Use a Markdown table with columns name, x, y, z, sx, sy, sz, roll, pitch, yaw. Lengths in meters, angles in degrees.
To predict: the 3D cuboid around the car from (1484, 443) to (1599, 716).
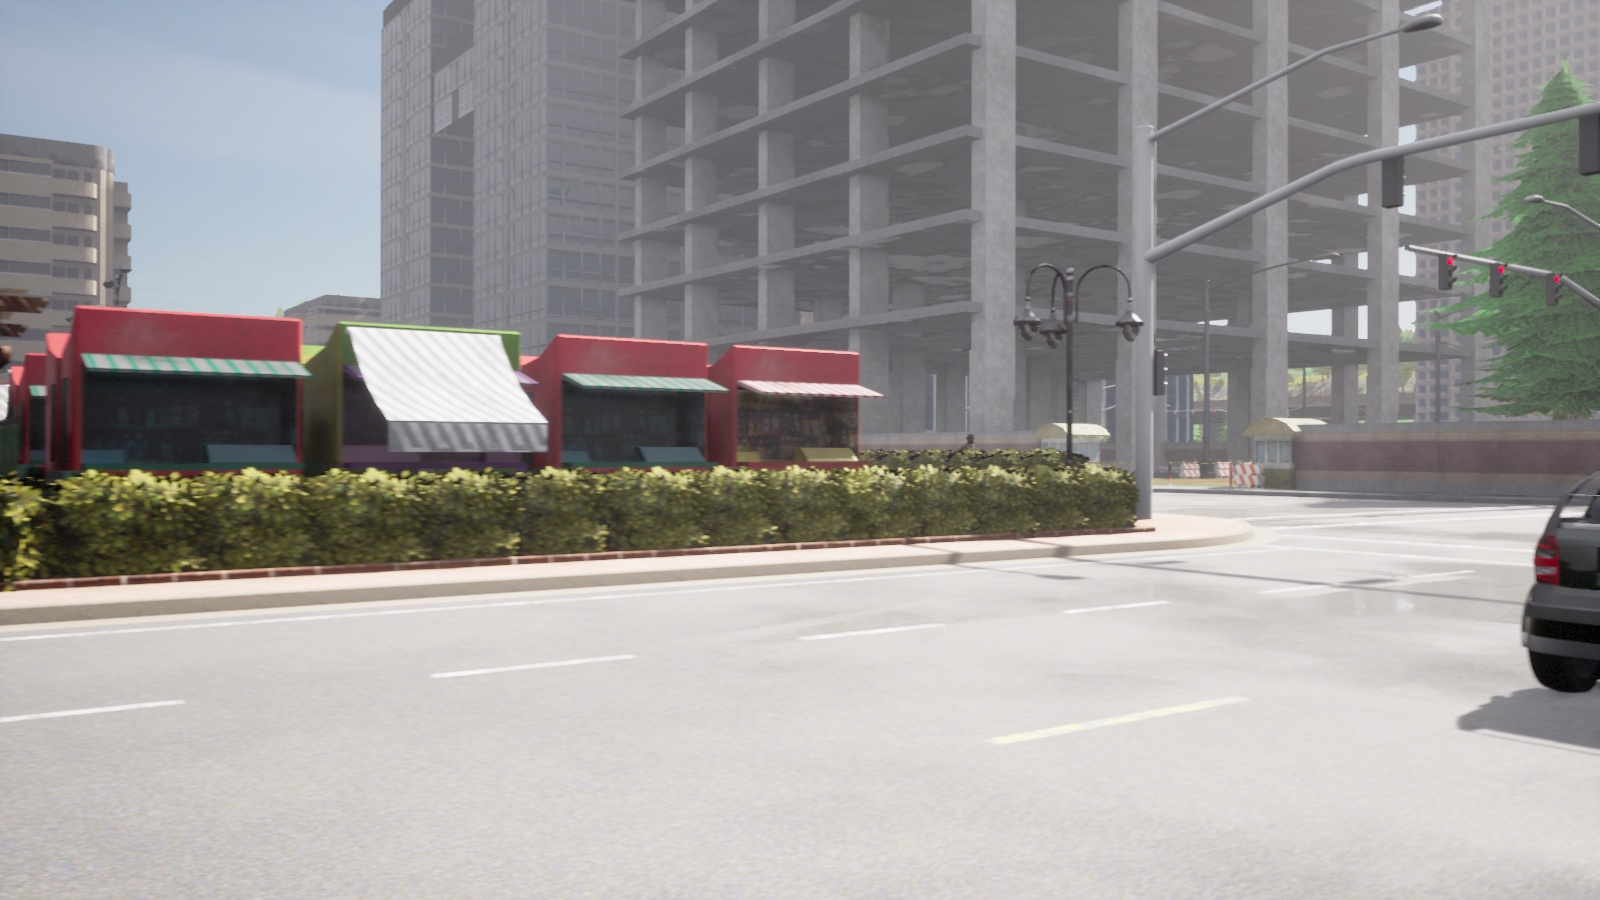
| name | x | y | z | sx | sy | sz | roll | pitch | yaw |
| --- | --- | --- | --- | --- | --- | --- | --- | --- | --- |
| car | 6.198 | 0.730 | 7.973 | 3.705 | 1.549 | 1.789 | 0 | 0 | -35 |
